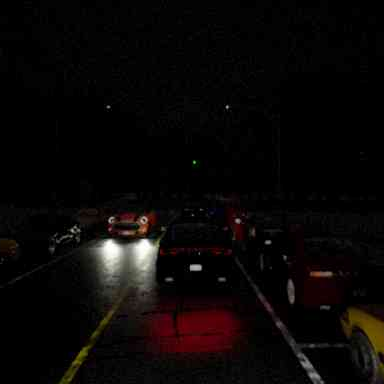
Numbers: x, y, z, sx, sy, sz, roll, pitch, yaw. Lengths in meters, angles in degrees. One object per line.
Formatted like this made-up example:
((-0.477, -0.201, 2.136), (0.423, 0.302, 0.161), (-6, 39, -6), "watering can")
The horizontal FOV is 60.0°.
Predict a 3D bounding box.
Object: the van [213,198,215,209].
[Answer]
((2.724, 1.349, 24.027), (1.690, 1.788, 3.998), (0, 0, 0), "van")

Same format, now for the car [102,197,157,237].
((-3.101, 1.356, 17.999), (2.097, 1.767, 4.553), (0, 0, 0), "car")

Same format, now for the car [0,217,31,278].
((-5.776, 1.527, 7.532), (1.752, 1.417, 4.829), (0, 0, 0), "car")

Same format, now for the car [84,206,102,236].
((-5.792, 1.531, 18.407), (1.752, 1.417, 4.829), (0, 0, 0), "car")

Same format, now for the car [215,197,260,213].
((2.733, 1.321, 18.590), (2.192, 1.841, 5.009), (0, 0, 0), "car")

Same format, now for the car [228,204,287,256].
((2.741, 1.444, 13.152), (1.967, 1.590, 4.097), (0, 0, 0), "car")

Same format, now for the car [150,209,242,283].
((0.079, 1.480, 9.691), (1.882, 1.535, 5.008), (0, 0, 0), "car")

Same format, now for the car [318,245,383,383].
((2.757, 1.526, 2.447), (1.752, 1.417, 4.829), (0, 0, 0), "car")

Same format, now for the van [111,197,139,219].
((-5.809, 1.351, 29.452), (1.690, 1.788, 3.998), (0, 0, 0), "van")

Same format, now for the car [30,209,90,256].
((-5.784, 1.569, 13.139), (1.947, 1.339, 4.313), (0, 0, 0), "car")

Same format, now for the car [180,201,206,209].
((0.060, 1.502, 26.754), (2.128, 1.511, 4.902), (0, 0, 0), "car")

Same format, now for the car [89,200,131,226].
((-5.801, 1.448, 24.014), (1.967, 1.590, 4.097), (0, 0, 0), "car")

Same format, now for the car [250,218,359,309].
((2.749, 1.547, 7.715), (1.887, 1.381, 4.507), (0, 0, 0), "car")
